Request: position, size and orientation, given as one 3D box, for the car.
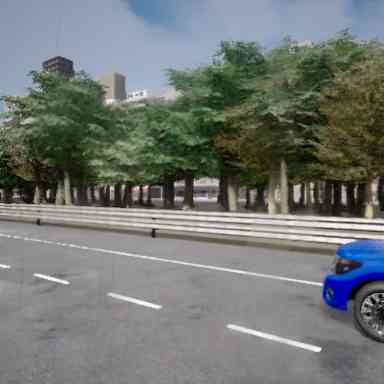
[{"bbox_3d":[4.861,1.223,4.700,5.566,2.045,2.150,0,0,36],"label":"car"}]
